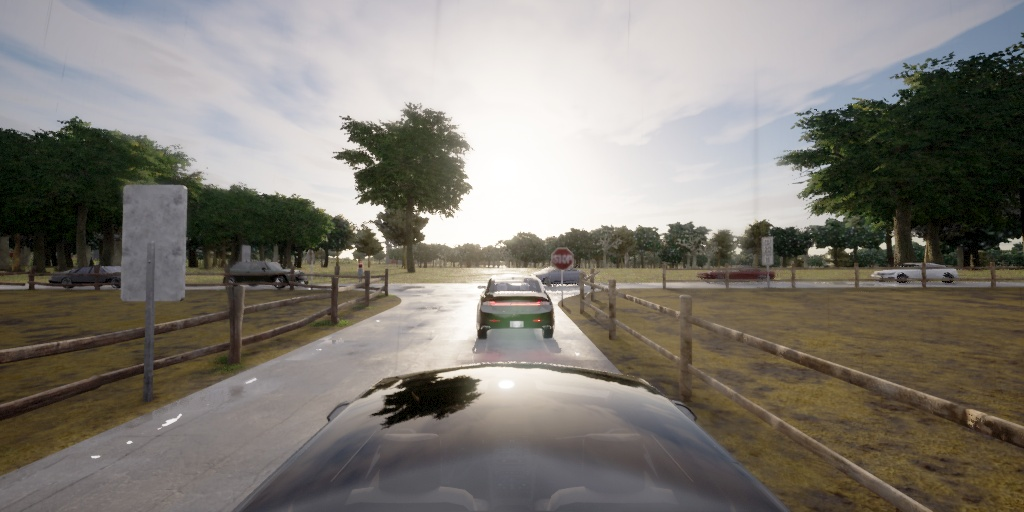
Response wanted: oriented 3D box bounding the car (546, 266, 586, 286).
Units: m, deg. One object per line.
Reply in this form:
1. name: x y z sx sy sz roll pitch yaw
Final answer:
1. car: 2.839 1.329 23.739 4.181 1.385 1.994 0 0 -27

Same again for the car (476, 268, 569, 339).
1. car: 0.041 1.255 10.106 2.128 1.511 4.902 0 0 -1

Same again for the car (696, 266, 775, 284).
1. car: 15.973 1.347 25.830 4.718 1.301 1.895 0 -2 1

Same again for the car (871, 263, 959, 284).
1. car: 28.426 1.201 25.376 4.674 1.442 1.812 0 -2 5

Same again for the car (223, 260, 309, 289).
1. car: -15.517 1.122 22.820 4.553 1.767 2.097 0 -2 1

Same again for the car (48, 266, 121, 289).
1. car: -25.894 1.315 22.831 5.357 1.411 2.033 0 -2 0

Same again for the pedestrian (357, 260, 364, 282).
1. pedestrian: -12.189 1.189 28.848 0.375 1.860 0.375 0 -1 0
